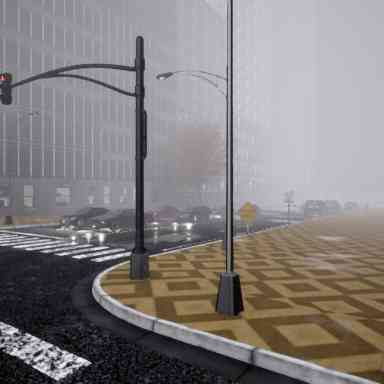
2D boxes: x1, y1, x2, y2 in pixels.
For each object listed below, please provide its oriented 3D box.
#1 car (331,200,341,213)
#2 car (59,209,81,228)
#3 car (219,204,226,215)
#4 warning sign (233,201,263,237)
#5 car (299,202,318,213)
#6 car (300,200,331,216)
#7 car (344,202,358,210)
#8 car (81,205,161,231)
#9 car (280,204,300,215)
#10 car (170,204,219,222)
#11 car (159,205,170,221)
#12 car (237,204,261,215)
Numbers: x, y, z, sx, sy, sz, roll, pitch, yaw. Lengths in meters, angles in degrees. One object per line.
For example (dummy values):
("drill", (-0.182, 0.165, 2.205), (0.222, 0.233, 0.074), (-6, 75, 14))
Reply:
("car", (22.401, 2.267, 53.517), (2.150, 2.045, 5.566), (0, -1, 33))
("car", (-7.736, 1.844, 25.179), (1.812, 1.442, 4.674), (0, -1, 31))
("car", (3.678, 2.259, 42.849), (1.994, 1.385, 4.181), (0, -1, 32))
("warning sign", (3.122, 1.454, 18.564), (1.300, 1.860, 1.060), (1, 1, 33))
("car", (19.193, 2.506, 54.725), (1.882, 1.535, 5.008), (0, -1, 33))
("car", (16.571, 2.077, 44.489), (2.150, 2.045, 5.566), (0, -1, 33))
("car", (31.498, 2.662, 65.692), (2.097, 1.767, 4.553), (0, -1, 33))
("car", (-4.869, 1.874, 23.641), (2.033, 1.411, 5.357), (0, -1, 33))
("car", (13.634, 2.372, 46.035), (1.812, 1.442, 4.674), (0, -1, 33))
("car", (0.335, 2.003, 31.697), (1.837, 1.490, 4.892), (0, -1, 33))
("car", (-2.807, 2.007, 32.823), (1.812, 1.442, 4.674), (0, -1, 33))
("car", (7.388, 2.256, 42.592), (1.812, 1.442, 4.674), (0, -1, 33))
